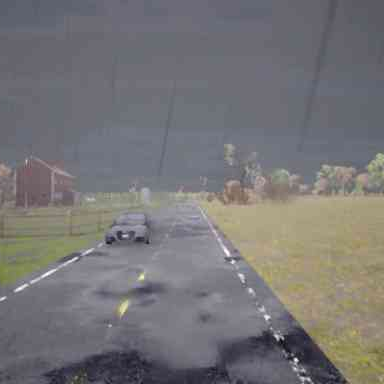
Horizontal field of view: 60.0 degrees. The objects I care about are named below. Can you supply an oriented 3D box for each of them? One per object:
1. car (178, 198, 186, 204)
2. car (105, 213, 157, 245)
[{"bbox_3d":[-2.726,2.425,89.887,1.994,1.385,4.181,0,-1,0],"label":"car"},{"bbox_3d":[-2.842,1.717,16.219,1.994,1.385,4.181,0,-1,0],"label":"car"}]
